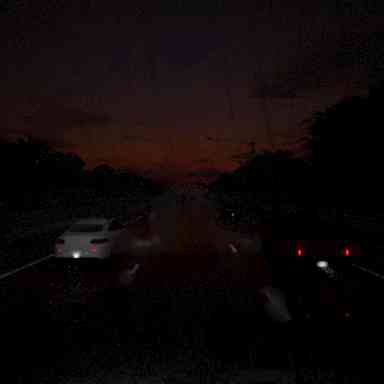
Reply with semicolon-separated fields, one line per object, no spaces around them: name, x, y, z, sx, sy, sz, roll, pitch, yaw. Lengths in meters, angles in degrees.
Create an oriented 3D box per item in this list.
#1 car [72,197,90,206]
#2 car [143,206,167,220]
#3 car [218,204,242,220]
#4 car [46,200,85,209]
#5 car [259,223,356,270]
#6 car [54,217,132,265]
car;-17.584;1.788;51.679;2.150;2.045;5.566;0;0;0
car;-3.416;1.944;31.743;1.895;1.301;4.718;0;-1;0
car;3.584;1.833;31.646;2.128;1.511;4.902;0;-1;0
car;-14.113;1.951;36.954;2.033;1.411;5.357;0;-1;0
car;3.594;1.718;11.389;1.895;1.301;4.718;0;-1;0
car;-3.406;1.651;12.115;1.812;1.442;4.674;0;-1;0
